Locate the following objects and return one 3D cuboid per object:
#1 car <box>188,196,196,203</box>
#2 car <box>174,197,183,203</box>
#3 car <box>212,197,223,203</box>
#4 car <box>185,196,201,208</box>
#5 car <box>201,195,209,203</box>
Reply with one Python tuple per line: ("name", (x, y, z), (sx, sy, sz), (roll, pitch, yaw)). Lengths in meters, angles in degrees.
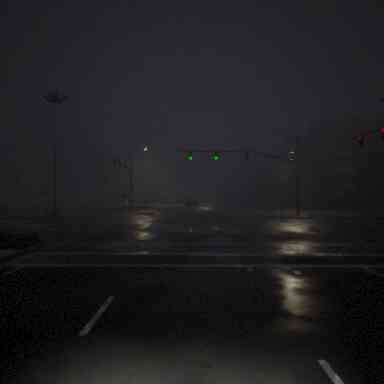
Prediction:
("car", (-0.044, 1.939, 86.311), (2.097, 1.767, 4.553), (0, 0, 0))
("car", (-3.544, 2.179, 86.367), (1.895, 1.301, 4.718), (0, 0, 0))
("car", (6.956, 2.180, 86.375), (1.895, 1.301, 4.718), (0, 0, 0))
("car", (-0.023, 1.733, 56.101), (2.097, 1.767, 4.553), (0, 0, 0))
("car", (3.456, 2.081, 85.926), (1.837, 1.490, 4.892), (0, 0, 0))
